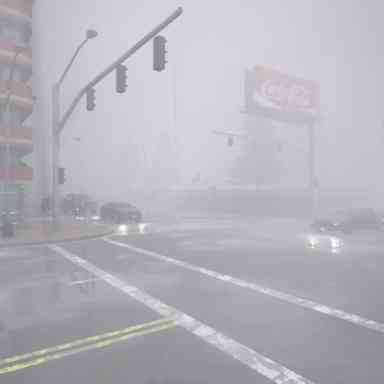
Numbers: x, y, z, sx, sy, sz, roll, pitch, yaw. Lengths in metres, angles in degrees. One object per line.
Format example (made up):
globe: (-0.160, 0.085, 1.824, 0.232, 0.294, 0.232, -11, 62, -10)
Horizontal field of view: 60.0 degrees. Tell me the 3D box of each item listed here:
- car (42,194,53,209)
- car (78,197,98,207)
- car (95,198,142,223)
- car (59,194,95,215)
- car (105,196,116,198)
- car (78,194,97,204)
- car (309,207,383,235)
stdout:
car: (-17.768, 1.221, 42.758, 2.150, 2.045, 5.566, 0, 0, -35)
car: (-16.850, 1.563, 53.786, 1.994, 1.385, 4.181, 0, 0, -36)
car: (-5.616, 1.504, 25.848, 1.837, 1.490, 4.892, 0, 0, -36)
car: (-11.612, 1.221, 34.185, 2.150, 2.045, 5.566, 0, 0, -36)
car: (-13.746, 1.476, 55.463, 1.882, 1.535, 5.008, 0, 0, -36)
car: (-20.366, 1.351, 64.663, 2.097, 1.767, 4.553, 0, 0, -36)
car: (9.015, 1.546, 18.999, 5.357, 1.411, 2.033, 0, 0, -35)
